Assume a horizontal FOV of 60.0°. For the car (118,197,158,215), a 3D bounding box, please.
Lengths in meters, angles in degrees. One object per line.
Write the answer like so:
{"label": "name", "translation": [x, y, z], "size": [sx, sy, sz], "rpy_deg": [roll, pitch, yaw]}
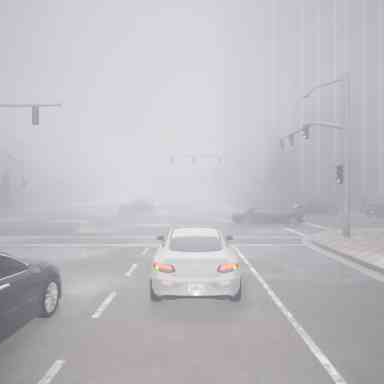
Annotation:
{"label": "car", "translation": [-5.458, 1.526, 33.327], "size": [1.812, 1.442, 4.674], "rpy_deg": [1, 0, 29]}

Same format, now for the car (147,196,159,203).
{"label": "car", "translation": [-8.015, 1.564, 67.938], "size": [1.994, 1.385, 4.181], "rpy_deg": [0, 0, 0]}

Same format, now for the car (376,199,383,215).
{"label": "car", "translation": [20.995, 1.478, 32.527], "size": [5.008, 1.535, 1.882], "rpy_deg": [0, 0, 0]}

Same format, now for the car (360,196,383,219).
{"label": "car", "translation": [17.709, 1.221, 29.005], "size": [5.566, 2.045, 2.150], "rpy_deg": [0, 0, 0]}

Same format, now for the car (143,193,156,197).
{"label": "car", "translation": [-7.946, 1.221, 57.819], "size": [2.150, 2.045, 5.566], "rpy_deg": [0, 0, -1]}

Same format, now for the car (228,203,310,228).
{"label": "car", "translation": [4.822, 1.601, 21.708], "size": [4.718, 1.301, 1.895], "rpy_deg": [0, 0, 0]}

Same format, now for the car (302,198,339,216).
{"label": "car", "translation": [11.770, 1.352, 32.461], "size": [4.553, 1.767, 2.097], "rpy_deg": [0, 0, 0]}

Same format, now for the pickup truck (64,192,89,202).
{"label": "pickup truck", "translation": [-24.662, 1.059, 70.217], "size": [2.390, 2.098, 6.274], "rpy_deg": [0, 0, 30]}

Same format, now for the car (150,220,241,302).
{"label": "car", "translation": [0.077, 1.526, 8.166], "size": [1.812, 1.442, 4.674], "rpy_deg": [0, 0, 0]}

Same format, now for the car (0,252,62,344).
{"label": "car", "translation": [-3.436, 1.505, 4.516], "size": [1.837, 1.490, 4.892], "rpy_deg": [0, 0, 0]}

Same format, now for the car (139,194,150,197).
{"label": "car", "translation": [-7.823, 1.491, 47.927], "size": [2.128, 1.511, 4.902], "rpy_deg": [0, 0, -1]}

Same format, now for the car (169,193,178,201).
{"label": "car", "translation": [-4.752, 1.225, 85.440], "size": [2.150, 2.045, 5.566], "rpy_deg": [0, 0, -1]}
